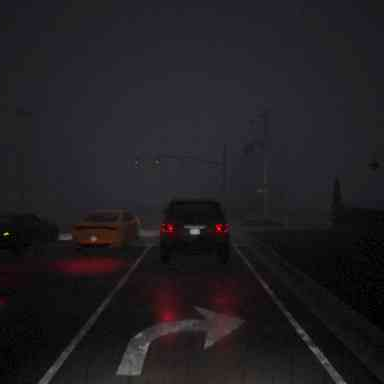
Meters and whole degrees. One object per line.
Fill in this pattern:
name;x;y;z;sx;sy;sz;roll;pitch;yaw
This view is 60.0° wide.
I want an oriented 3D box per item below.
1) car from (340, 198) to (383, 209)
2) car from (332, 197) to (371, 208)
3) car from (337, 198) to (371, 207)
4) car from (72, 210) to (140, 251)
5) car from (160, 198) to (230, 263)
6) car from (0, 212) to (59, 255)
car;22.529;1.533;43.540;5.357;1.411;2.033;0;0;1
car;22.528;1.510;47.034;4.674;1.442;1.812;0;0;1
car;24.608;1.546;50.499;4.181;1.385;1.994;0;0;1
car;-3.406;1.473;14.024;1.882;1.535;5.008;0;0;0
car;0.086;1.217;12.089;2.150;2.045;5.566;0;0;0
car;-6.908;1.521;13.084;1.812;1.442;4.674;0;0;0
